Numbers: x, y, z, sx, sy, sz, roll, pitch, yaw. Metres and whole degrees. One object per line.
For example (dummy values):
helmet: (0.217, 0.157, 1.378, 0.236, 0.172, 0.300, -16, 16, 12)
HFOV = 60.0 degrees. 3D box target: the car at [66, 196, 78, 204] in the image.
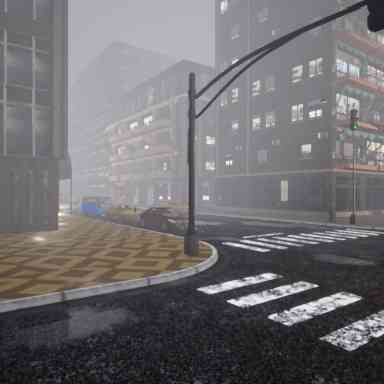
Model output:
car: (-21.375, 1.448, 61.667, 1.752, 1.417, 4.829, 0, 0, -36)

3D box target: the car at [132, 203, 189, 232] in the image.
car: (-1.683, 1.526, 19.825, 1.802, 1.307, 4.206, 0, 0, -36)

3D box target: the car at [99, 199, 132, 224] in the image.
car: (-4.883, 1.459, 24.289, 1.752, 1.417, 4.829, 0, 0, -36)

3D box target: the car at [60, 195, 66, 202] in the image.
car: (-27.877, 1.361, 70.733, 1.967, 1.590, 4.097, 0, 0, -36)

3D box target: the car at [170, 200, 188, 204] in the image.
car: (-1.572, 1.488, 34.051, 1.752, 1.417, 4.829, 0, 0, -36)

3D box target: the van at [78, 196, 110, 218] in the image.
van: (-8.282, 1.266, 29.030, 1.690, 1.788, 3.998, 0, 0, -36)
